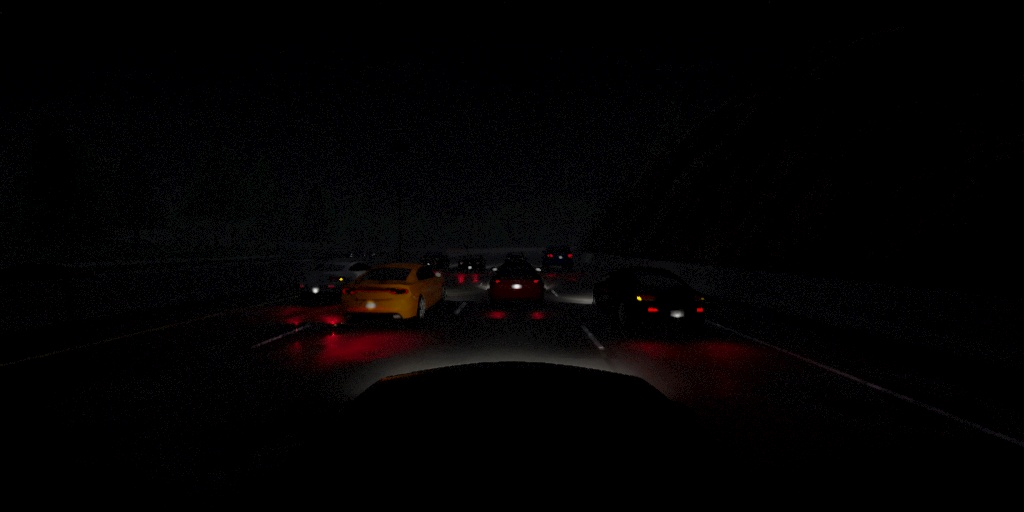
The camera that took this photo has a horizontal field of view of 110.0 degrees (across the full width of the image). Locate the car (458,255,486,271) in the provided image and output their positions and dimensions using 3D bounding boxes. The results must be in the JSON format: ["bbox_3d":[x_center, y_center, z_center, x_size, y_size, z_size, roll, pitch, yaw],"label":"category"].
[{"bbox_3d":[-3.219,0.526,29.810,1.895,1.301,4.718,0,2,0],"label":"car"}]

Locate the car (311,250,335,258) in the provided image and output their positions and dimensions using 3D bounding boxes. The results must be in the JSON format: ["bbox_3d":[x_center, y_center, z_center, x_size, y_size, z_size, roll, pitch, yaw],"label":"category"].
[{"bbox_3d":[-27.673,-0.224,53.515,2.033,1.411,5.357,0,2,1],"label":"car"}]

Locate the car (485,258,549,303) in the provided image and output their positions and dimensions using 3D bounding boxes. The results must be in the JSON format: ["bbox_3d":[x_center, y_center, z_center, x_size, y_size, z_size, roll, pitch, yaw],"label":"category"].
[{"bbox_3d":[0.178,0.948,14.159,1.994,1.385,4.181,0,2,0],"label":"car"}]

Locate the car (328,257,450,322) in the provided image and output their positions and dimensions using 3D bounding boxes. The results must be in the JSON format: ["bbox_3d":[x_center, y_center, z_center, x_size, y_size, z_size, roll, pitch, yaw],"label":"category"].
[{"bbox_3d":[-3.344,0.954,11.008,1.882,1.535,5.008,0,2,0],"label":"car"}]

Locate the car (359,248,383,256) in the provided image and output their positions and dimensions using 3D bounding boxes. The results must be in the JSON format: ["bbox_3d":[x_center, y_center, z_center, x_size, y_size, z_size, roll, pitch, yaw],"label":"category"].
[{"bbox_3d":[-20.650,-0.312,54.148,1.882,1.535,5.008,0,2,2],"label":"car"}]

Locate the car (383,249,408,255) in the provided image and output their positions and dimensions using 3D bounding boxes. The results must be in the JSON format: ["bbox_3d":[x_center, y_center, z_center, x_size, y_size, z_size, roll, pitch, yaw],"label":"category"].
[{"bbox_3d":[-17.167,-0.304,53.871,1.882,1.535,5.008,0,2,1],"label":"car"}]

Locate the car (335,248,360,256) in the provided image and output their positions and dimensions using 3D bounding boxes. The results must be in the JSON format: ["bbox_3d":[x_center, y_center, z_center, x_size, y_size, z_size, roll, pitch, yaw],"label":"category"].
[{"bbox_3d":[-24.142,-0.438,54.151,2.097,1.767,4.553,0,2,2],"label":"car"}]

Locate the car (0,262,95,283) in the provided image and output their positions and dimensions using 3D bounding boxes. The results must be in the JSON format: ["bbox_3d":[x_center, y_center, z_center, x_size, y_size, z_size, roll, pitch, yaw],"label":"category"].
[{"bbox_3d":[-17.534,0.958,12.474,1.812,1.442,4.674,0,2,0],"label":"car"}]

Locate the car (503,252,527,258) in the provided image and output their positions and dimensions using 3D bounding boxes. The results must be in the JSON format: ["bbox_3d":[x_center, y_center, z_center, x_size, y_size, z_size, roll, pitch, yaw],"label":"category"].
[{"bbox_3d":[0.291,0.372,31.351,2.128,1.511,4.902,0,2,0],"label":"car"}]

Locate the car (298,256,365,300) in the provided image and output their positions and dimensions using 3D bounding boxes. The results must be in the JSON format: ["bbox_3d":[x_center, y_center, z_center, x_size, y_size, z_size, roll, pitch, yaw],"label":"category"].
[{"bbox_3d":[-6.818,0.892,14.772,1.812,1.442,4.674,0,2,0],"label":"car"}]

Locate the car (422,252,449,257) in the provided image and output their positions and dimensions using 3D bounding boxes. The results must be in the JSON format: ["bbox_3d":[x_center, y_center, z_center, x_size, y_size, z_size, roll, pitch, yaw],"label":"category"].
[{"bbox_3d":[-6.709,0.370,31.400,2.128,1.511,4.902,0,2,0],"label":"car"}]

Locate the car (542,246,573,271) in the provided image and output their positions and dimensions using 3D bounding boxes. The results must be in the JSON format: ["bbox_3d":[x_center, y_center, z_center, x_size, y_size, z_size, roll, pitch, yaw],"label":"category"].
[{"bbox_3d":[3.787,0.127,30.494,2.150,2.045,5.566,0,2,0],"label":"car"}]

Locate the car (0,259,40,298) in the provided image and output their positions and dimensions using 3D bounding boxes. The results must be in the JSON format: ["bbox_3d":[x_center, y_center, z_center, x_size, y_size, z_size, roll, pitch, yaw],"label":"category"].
[{"bbox_3d":[-21.031,0.928,12.812,1.837,1.490,4.892,0,2,0],"label":"car"}]

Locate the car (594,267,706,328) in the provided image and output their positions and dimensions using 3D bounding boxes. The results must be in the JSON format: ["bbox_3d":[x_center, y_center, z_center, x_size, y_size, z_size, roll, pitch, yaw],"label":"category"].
[{"bbox_3d":[3.650,1.027,10.171,1.812,1.442,4.674,0,2,0],"label":"car"}]
